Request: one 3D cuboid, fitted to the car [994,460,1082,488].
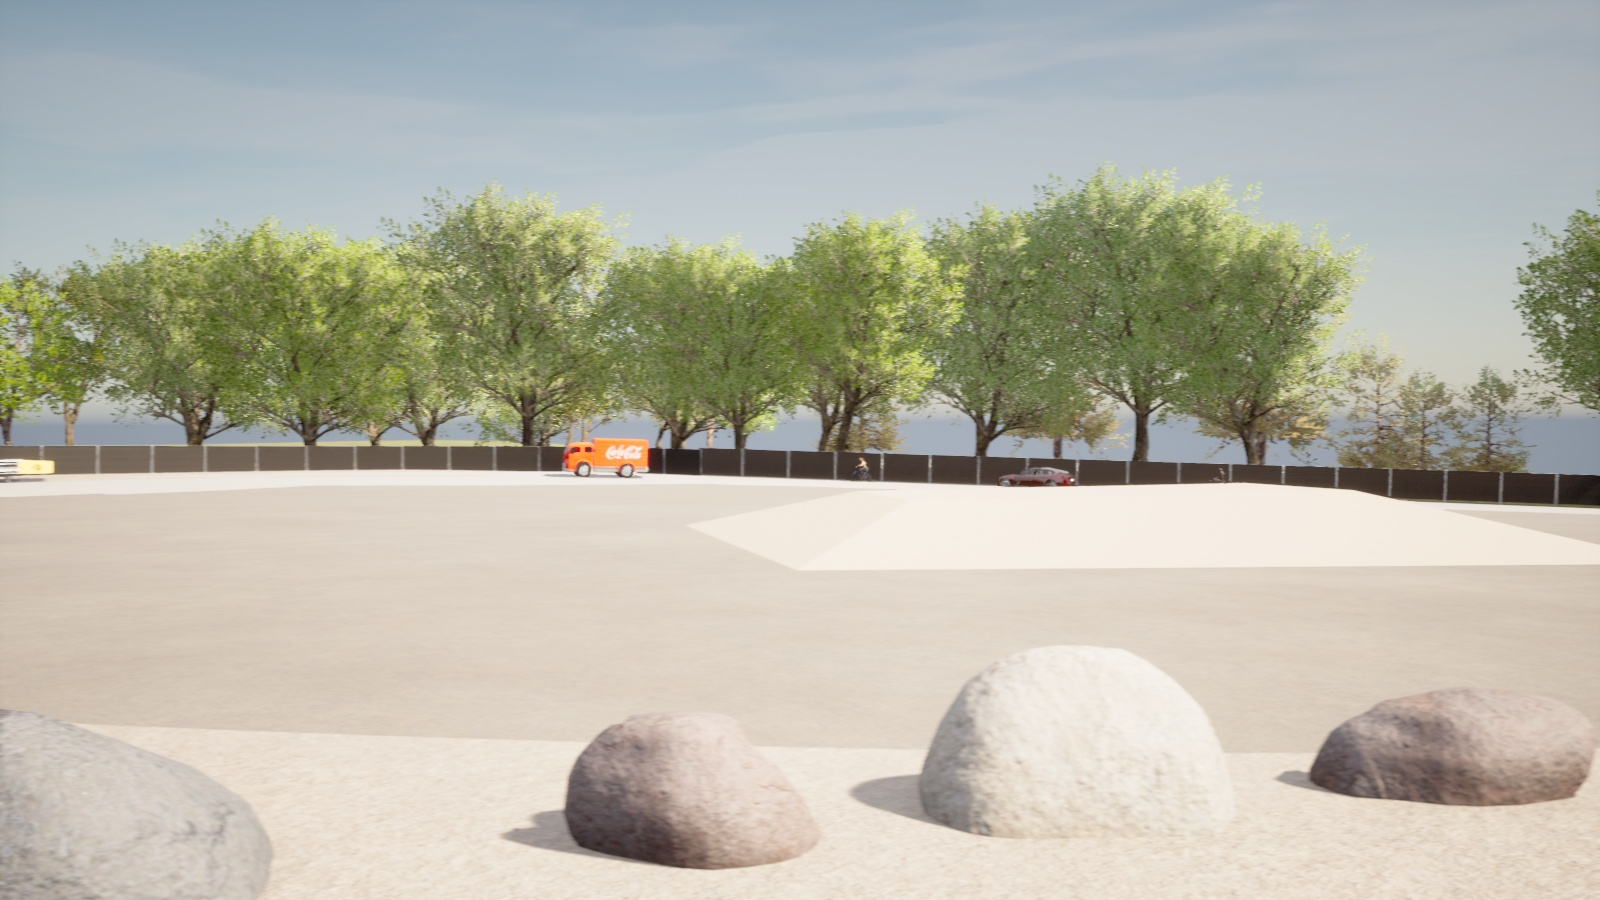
[{"bbox_3d":[14.562,1.452,76.889,4.792,1.488,2.163,1,2,34],"label":"car"}]

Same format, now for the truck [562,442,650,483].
[{"bbox_3d":[-12.338,0.762,79.799,5.204,2.467,2.627,0,2,-17],"label":"truck"}]
